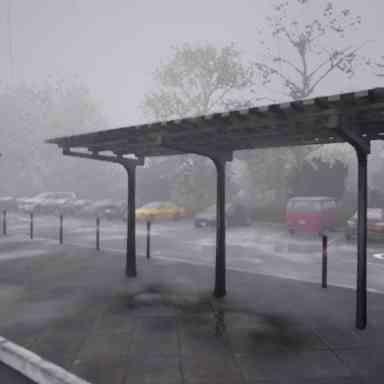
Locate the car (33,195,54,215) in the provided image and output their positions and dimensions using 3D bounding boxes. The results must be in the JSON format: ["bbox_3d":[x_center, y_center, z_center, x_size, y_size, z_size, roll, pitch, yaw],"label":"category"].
[{"bbox_3d":[-11.534,1.296,30.838,2.097,1.535,5.008,1,0,35],"label":"car"}]

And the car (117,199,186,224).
[{"bbox_3d":[-2.585,1.376,24.266,1.946,1.575,5.366,1,0,35],"label":"car"}]

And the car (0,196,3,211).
[{"bbox_3d":[-18.336,1.231,35.643,2.097,1.535,5.008,1,0,35],"label":"car"}]

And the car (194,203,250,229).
[{"bbox_3d":[2.036,1.450,21.185,2.163,1.488,4.792,1,0,35],"label":"car"}]

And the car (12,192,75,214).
[{"bbox_3d":[-13.817,1.024,32.414,2.435,2.045,5.566,1,0,35],"label":"car"}]

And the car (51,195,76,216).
[{"bbox_3d":[-9.269,1.317,29.234,2.097,1.535,5.008,1,0,35],"label":"car"}]

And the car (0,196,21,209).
[{"bbox_3d":[-22.879,1.210,38.830,2.163,1.488,4.792,1,1,35],"label":"car"}]

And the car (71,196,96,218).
[{"bbox_3d":[-7.003,1.339,27.630,2.231,1.521,4.892,1,0,35],"label":"car"}]

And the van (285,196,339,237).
[{"bbox_3d":[6.651,1.237,18.095,1.878,1.987,4.442,1,0,35],"label":"van"}]

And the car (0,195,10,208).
[{"bbox_3d":[-25.116,1.175,40.486,2.163,1.488,4.792,1,1,35],"label":"car"}]

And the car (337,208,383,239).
[{"bbox_3d":[8.845,1.524,16.395,2.002,1.452,4.674,1,0,35],"label":"car"}]

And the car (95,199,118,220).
[{"bbox_3d":[-4.725,1.388,26.045,2.163,1.488,4.792,1,0,35],"label":"car"}]

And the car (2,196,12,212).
[{"bbox_3d":[-16.070,1.256,34.037,2.231,1.521,4.892,1,0,35],"label":"car"}]
